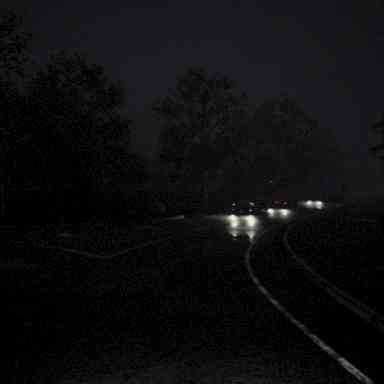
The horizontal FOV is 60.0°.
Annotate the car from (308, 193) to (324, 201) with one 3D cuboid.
[{"bbox_3d":[20.417,0.753,54.287,1.895,1.301,4.718,1,2,33],"label":"car"}]

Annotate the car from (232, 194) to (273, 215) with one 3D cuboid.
[{"bbox_3d":[5.431,1.002,30.534,2.097,1.767,4.553,1,3,32],"label":"car"}]

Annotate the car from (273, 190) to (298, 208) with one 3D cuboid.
[{"bbox_3d":[10.926,0.750,39.352,2.150,2.045,5.566,1,1,33],"label":"car"}]

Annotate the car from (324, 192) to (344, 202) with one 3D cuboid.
[{"bbox_3d":[21.957,0.744,50.424,2.128,1.511,4.902,1,2,32],"label":"car"}]
